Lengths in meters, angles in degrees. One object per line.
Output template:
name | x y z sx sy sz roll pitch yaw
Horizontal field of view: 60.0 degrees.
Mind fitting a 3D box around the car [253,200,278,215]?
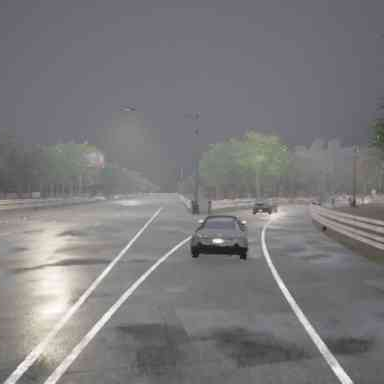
car | 7.630 1.552 34.389 1.837 1.490 4.892 -1 0 24

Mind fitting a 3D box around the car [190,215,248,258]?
car | 1.160 1.578 12.880 1.994 1.385 4.181 0 0 9

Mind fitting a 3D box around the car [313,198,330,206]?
car | 21.918 1.651 56.334 1.994 1.385 4.181 0 0 40
